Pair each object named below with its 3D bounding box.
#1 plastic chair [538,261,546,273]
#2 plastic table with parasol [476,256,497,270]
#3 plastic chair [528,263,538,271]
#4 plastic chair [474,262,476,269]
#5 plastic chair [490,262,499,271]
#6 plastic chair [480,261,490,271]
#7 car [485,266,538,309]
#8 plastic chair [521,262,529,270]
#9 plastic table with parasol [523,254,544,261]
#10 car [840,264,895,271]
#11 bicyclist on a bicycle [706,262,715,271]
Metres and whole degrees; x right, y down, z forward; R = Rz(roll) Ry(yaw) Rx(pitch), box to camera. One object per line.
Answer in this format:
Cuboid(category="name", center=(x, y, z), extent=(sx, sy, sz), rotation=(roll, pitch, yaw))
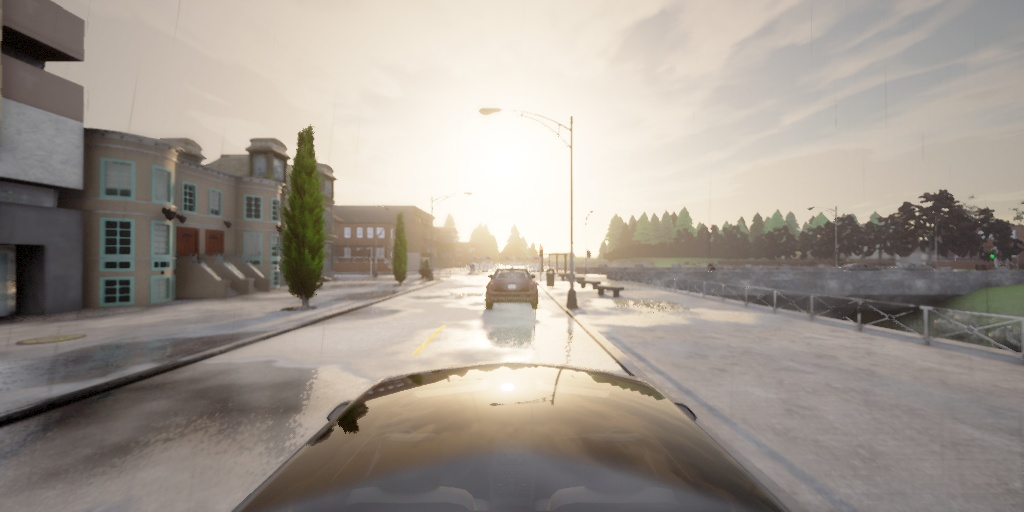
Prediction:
Cuboid(category="plastic chair", center=(4.832, 1.809, 58.980), extent=(0.730, 1.272, 0.750), rotation=(0, 0, 0))
Cuboid(category="plastic table with parasol", center=(-4.249, 1.213, 59.898), extent=(2.482, 2.480, 2.482), rotation=(0, 0, 0))
Cuboid(category="plastic chair", center=(3.432, 1.799, 57.879), extent=(0.750, 1.272, 0.730), rotation=(0, 0, 0))
Cuboid(category="plastic chair", center=(-5.569, 1.818, 59.978), extent=(0.730, 1.272, 0.750), rotation=(0, 0, 0))
Cuboid(category="plastic chair", center=(-2.969, 1.816, 59.778), extent=(0.730, 1.272, 0.750), rotation=(0, 0, 0))
Cuboid(category="plastic chair", center=(-4.368, 1.806, 58.678), extent=(0.750, 1.272, 0.730), rotation=(0, 0, 0))
Cuboid(category="car", center=(0.002, 1.231, 15.933), extent=(2.097, 1.767, 4.553), rotation=(0, -1, 0))
Cuboid(category="plastic chair", center=(2.231, 1.811, 59.179), extent=(0.730, 1.272, 0.750), rotation=(0, 0, 0))
Cuboid(category="plastic table with parasol", center=(3.571, 1.206, 59.149), extent=(2.482, 2.480, 2.482), rotation=(0, 0, 0))
Cuboid(category="car", center=(39.006, 1.611, 40.000), extent=(4.892, 1.490, 1.837), rotation=(0, -1, 0))
Cuboid(category="bicyclist on a bicycle", center=(19.807, 1.413, 35.697), extent=(0.582, 1.620, 1.656), rotation=(0, -1, 0))
